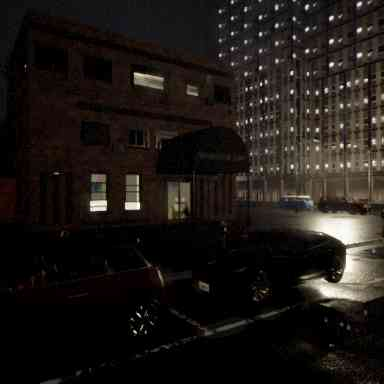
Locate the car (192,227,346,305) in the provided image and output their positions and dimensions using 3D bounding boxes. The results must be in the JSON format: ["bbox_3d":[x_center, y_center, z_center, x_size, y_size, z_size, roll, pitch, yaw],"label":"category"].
[{"bbox_3d":[2.022,1.565,8.078,4.313,1.339,1.947,0,0,-35],"label":"car"}]

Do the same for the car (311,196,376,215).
[{"bbox_3d":[14.934,1.308,33.065,2.192,1.841,5.009,0,0,-35],"label":"car"}]

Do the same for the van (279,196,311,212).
[{"bbox_3d":[11.765,1.326,37.611,1.690,1.788,3.998,0,0,-35],"label":"van"}]

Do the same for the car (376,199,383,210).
[{"bbox_3d":[21.810,1.498,37.859,2.008,1.369,4.403,0,0,-35],"label":"car"}]

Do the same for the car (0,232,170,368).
[{"bbox_3d":[-2.442,1.440,4.826,4.097,1.590,1.967,0,0,-35],"label":"car"}]

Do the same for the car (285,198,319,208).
[{"bbox_3d":[15.472,1.514,46.950,1.802,1.307,4.206,0,0,-35],"label":"car"}]
